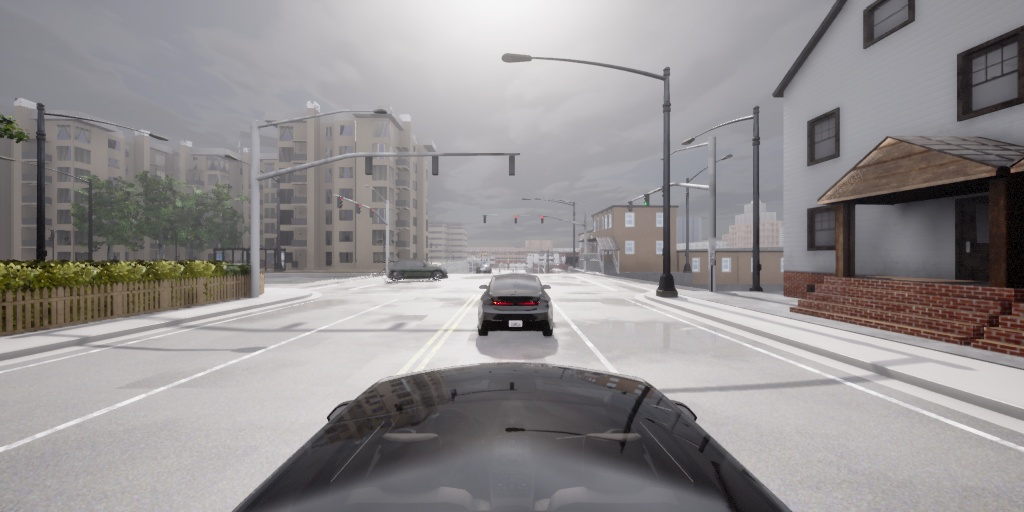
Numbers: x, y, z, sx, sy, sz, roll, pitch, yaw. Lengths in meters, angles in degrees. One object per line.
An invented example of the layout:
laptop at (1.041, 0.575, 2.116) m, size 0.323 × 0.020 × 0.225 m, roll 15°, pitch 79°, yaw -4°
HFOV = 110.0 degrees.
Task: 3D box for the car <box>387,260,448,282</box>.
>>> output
car at (-7.402, 1.079, 28.239) m, size 4.553 × 1.767 × 2.097 m, roll 0°, pitch 0°, yaw -17°

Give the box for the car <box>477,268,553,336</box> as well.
car at (0.090, 1.255, 10.371) m, size 1.837 × 1.490 × 4.892 m, roll 0°, pitch 0°, yaw 0°

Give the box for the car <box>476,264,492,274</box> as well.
car at (-3.624, 1.755, 47.184) m, size 2.128 × 1.511 × 4.902 m, roll 0°, pitch -5°, yaw 0°
